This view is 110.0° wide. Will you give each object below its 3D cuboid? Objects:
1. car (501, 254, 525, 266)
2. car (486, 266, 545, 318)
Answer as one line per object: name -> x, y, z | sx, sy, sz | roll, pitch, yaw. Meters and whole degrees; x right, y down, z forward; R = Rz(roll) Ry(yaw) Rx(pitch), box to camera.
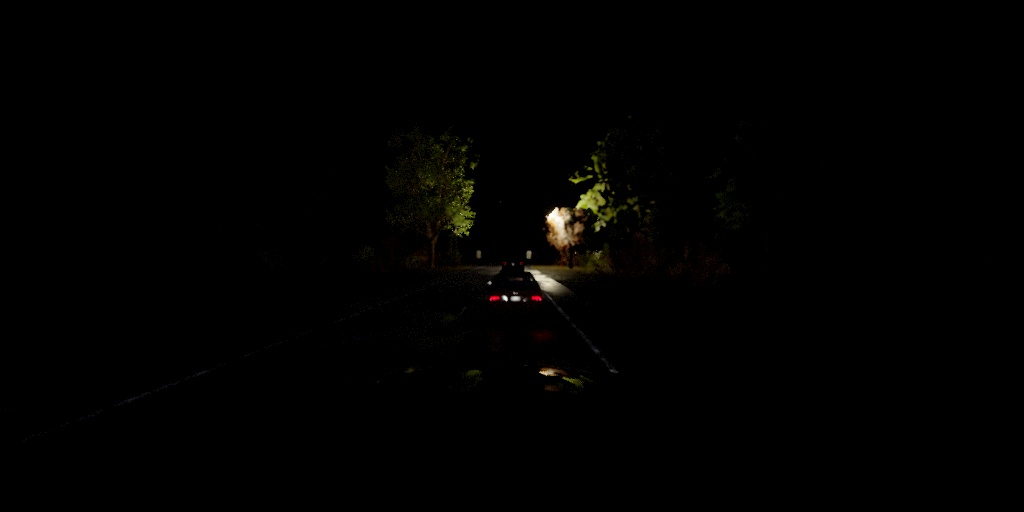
car -> 0.103, 0.862, 36.049 | 2.150, 2.045, 5.566 | 0, 0, 0
car -> 0.100, 1.249, 12.706 | 2.033, 1.411, 5.357 | 0, 0, 0
